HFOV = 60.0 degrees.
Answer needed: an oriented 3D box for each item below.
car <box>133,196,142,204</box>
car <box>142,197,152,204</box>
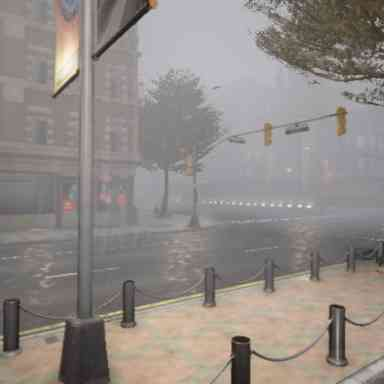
[{"bbox_3d":[-12.751,1.593,67.620,2.097,1.767,4.553,1,0,-36],"label":"car"},{"bbox_3d":[-9.951,1.787,69.719,1.812,1.442,4.674,1,0,-36],"label":"car"}]
